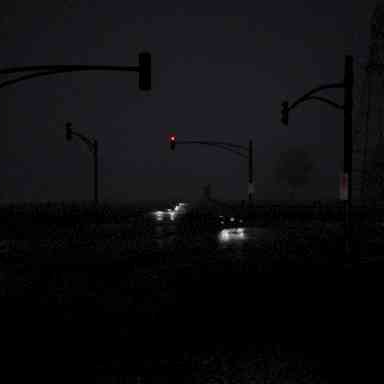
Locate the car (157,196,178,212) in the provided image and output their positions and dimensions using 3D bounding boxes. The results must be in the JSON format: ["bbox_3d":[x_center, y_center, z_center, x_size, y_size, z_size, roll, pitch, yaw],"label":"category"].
[{"bbox_3d":[-2.993,1.516,39.675,1.812,1.442,4.674,0,0,0],"label":"car"}]

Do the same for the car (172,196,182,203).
[{"bbox_3d":[-3.075,1.592,69.532,1.895,1.301,4.718,0,0,0],"label":"car"}]

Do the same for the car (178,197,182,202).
[{"bbox_3d":[-3.075,1.482,54.975,2.128,1.511,4.902,0,0,0],"label":"car"}]

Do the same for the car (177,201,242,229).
[{"bbox_3d":[1.199,1.474,21.234,1.994,1.385,4.181,-1,0,-36],"label":"car"}]
